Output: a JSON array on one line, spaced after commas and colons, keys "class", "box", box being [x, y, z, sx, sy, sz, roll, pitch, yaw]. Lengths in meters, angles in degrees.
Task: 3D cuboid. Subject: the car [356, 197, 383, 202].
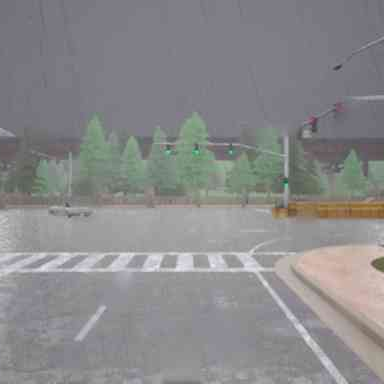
[{"class": "car", "box": [21.806, 1.414, 40.384, 5.008, 1.535, 1.882, 0, 0, -1]}]

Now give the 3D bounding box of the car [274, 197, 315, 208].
[{"class": "car", "box": [12.405, 1.441, 40.157, 4.892, 1.490, 1.837, 0, 0, -2]}]

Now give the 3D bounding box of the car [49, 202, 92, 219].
[{"class": "car", "box": [-10.677, 1.552, 28.930, 4.718, 1.301, 1.895, 0, 0, 44]}]
